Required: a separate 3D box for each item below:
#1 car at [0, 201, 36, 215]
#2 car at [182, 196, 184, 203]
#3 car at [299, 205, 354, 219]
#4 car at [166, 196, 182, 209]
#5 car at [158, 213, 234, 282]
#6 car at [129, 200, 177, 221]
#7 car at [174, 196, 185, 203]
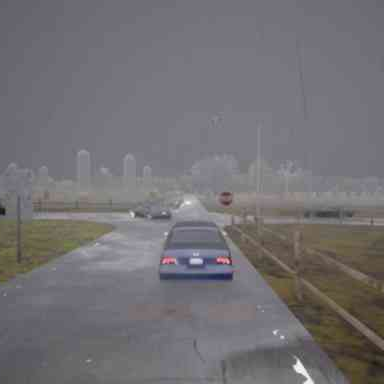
[{"bbox_3d":[-16.188,1.430,28.739,4.718,1.301,1.895,1,1,0],"label":"car"},{"bbox_3d":[-2.831,1.580,58.291,1.882,1.535,5.008,0,1,1],"label":"car"},{"bbox_3d":[12.739,1.928,31.862,4.718,1.301,1.895,1,1,0],"label":"car"},{"bbox_3d":[-2.802,1.442,45.849,2.097,1.767,4.553,0,0,-1],"label":"car"},{"bbox_3d":[0.099,1.572,9.808,2.033,1.411,5.357,0,0,0],"label":"car"},{"bbox_3d":[-3.585,1.616,28.071,1.994,1.385,4.181,1,0,-41],"label":"car"},{"bbox_3d":[-2.765,1.637,73.646,2.128,1.511,4.902,0,0,0],"label":"car"}]
